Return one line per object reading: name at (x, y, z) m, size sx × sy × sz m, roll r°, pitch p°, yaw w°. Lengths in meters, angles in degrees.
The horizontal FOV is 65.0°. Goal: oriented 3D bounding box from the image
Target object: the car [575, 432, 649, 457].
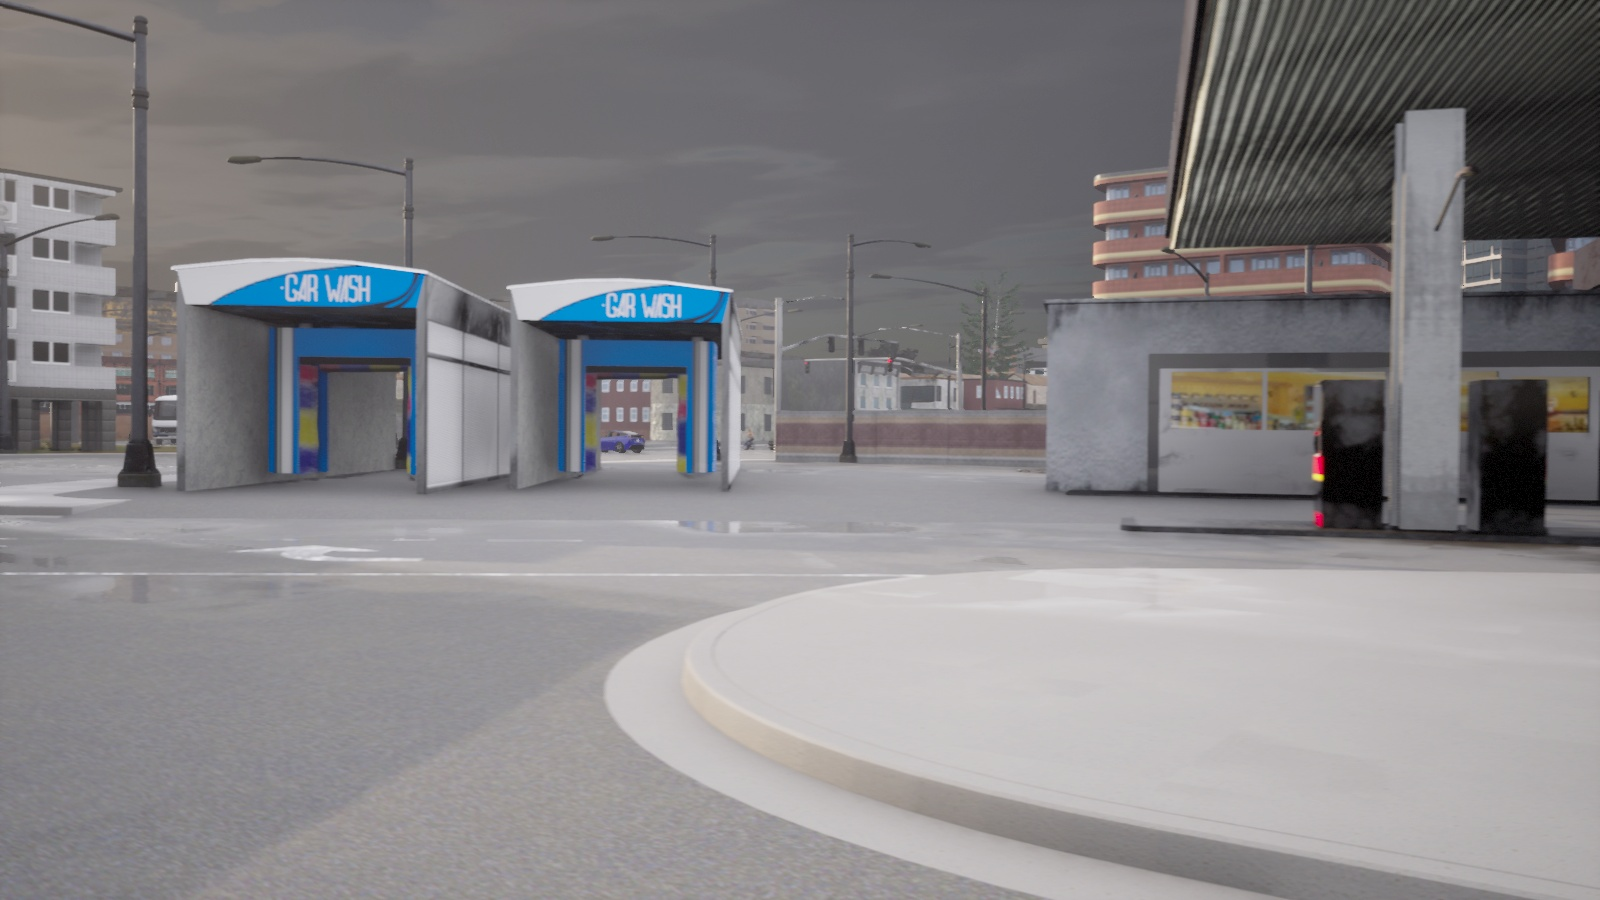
car at (-12.137, -0.353, 81.066) m, size 4.514 × 1.525 × 2.007 m, roll 0°, pitch 1°, yaw 32°
